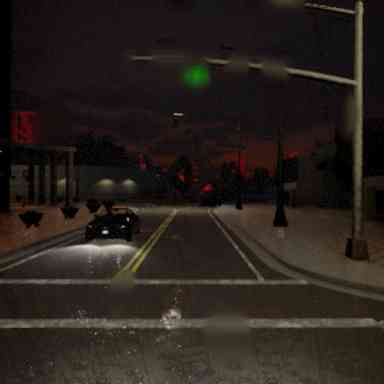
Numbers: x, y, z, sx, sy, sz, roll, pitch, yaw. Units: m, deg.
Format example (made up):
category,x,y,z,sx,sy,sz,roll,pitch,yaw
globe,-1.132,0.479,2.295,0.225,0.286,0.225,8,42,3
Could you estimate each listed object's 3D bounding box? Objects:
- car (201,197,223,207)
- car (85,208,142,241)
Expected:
category,x,y,z,sx,sy,sz,roll,pitch,yaw
car,2.875,1.347,47.072,1.994,1.385,4.181,0,0,23
car,-3.595,1.461,15.771,1.994,1.385,4.181,0,0,0
